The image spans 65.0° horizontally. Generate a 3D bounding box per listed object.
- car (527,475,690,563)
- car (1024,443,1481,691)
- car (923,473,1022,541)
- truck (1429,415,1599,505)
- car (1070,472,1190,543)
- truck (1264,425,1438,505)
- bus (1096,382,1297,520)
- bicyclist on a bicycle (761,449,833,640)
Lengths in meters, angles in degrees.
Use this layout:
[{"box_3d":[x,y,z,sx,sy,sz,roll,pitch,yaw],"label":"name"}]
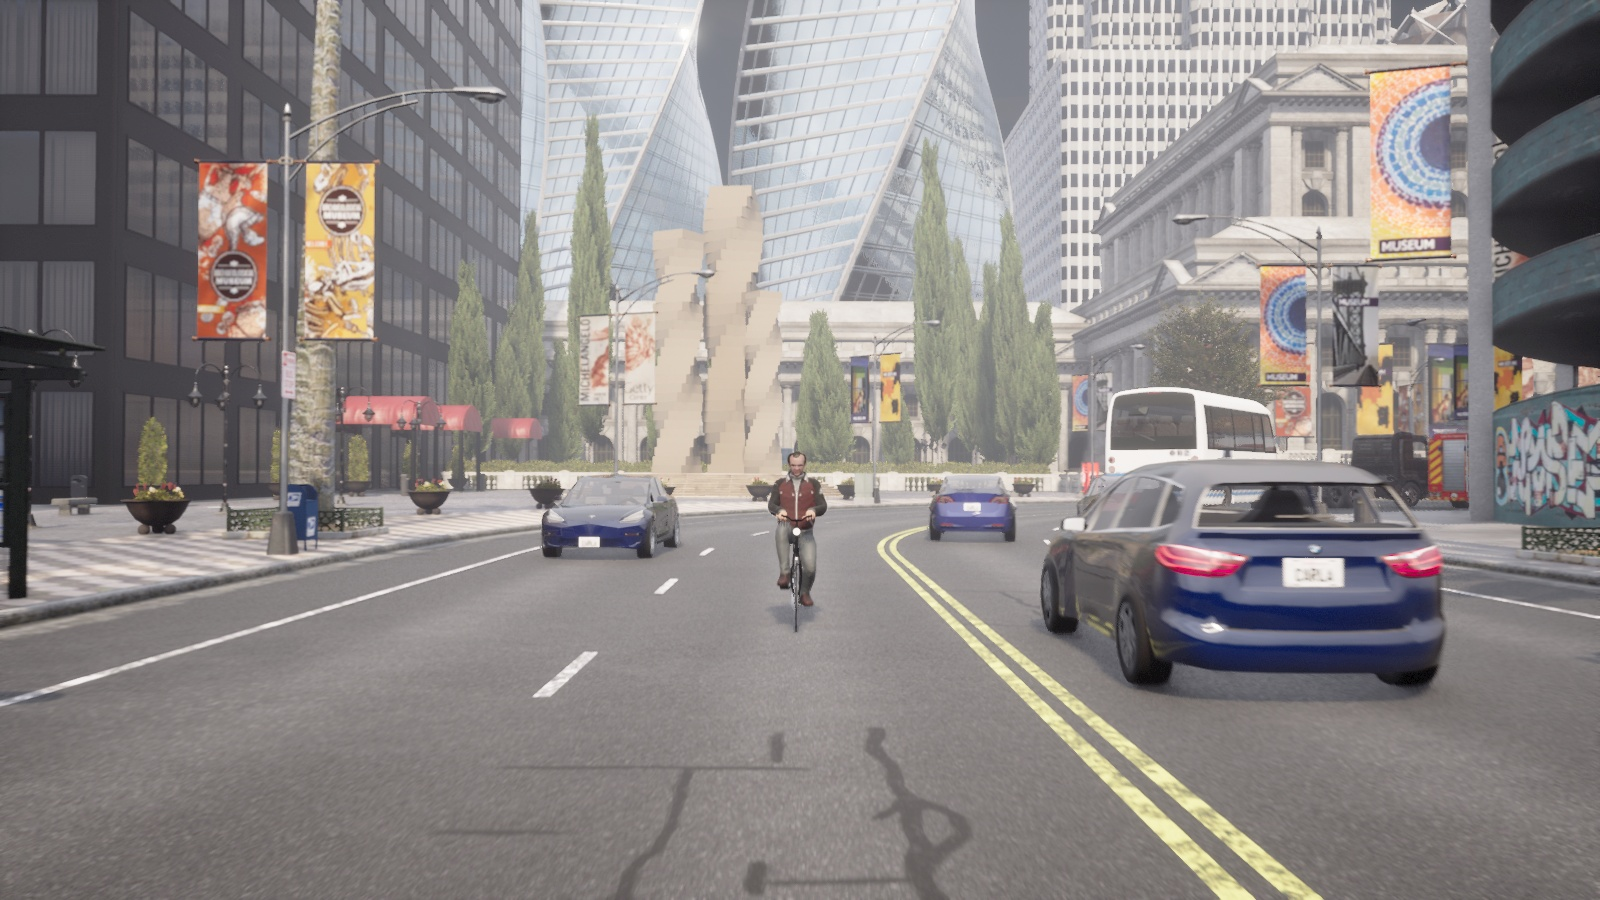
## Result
[{"box_3d":[-3.481,1.228,23.871,2.163,1.488,4.792,0,-1,3],"label":"car"},{"box_3d":[3.473,0.826,10.807,2.242,1.667,4.611,0,-1,0],"label":"car"},{"box_3d":[4.145,1.301,30.047,2.163,1.488,4.792,0,-1,9],"label":"car"},{"box_3d":[32.717,0.461,56.274,8.468,3.827,2.891,0,-1,-18],"label":"truck"},{"box_3d":[7.575,1.275,29.297,2.163,1.488,4.792,0,-1,8],"label":"car"},{"box_3d":[25.172,0.691,57.284,7.936,3.462,2.891,0,-1,-28],"label":"truck"},{"box_3d":[14.211,0.122,44.271,3.944,4.253,10.273,-1,-1,34],"label":"bus"},{"box_3d":[-0.028,0.897,12.643,0.659,1.776,1.843,0,-1,0],"label":"bicyclist on a bicycle"}]
